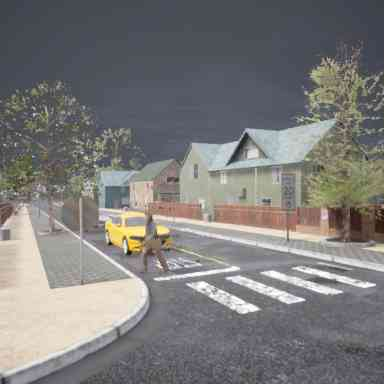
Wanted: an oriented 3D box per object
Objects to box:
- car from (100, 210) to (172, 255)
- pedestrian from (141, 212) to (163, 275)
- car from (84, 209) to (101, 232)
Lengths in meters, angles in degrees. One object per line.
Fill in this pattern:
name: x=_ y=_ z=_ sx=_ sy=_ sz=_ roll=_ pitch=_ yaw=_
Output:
car: x=-2.534 y=1.719 z=14.882 sx=1.882 sy=1.535 sz=5.008 roll=-1 pitch=-1 yaw=-27
pedestrian: x=-1.163 y=1.458 z=9.452 sx=0.375 sy=1.860 sz=0.375 roll=-2 pitch=1 yaw=-27
car: x=-6.998 y=1.940 z=23.706 sx=1.812 sy=1.442 sz=4.674 roll=-1 pitch=-1 yaw=-27
